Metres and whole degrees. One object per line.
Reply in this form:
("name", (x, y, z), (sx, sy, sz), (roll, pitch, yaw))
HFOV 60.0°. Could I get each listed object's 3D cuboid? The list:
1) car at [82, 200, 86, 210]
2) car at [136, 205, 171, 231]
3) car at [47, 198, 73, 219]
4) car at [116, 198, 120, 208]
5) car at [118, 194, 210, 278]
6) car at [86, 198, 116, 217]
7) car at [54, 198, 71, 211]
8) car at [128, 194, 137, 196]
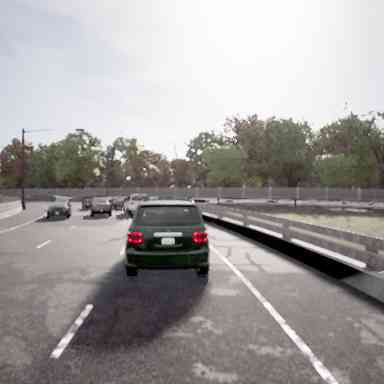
("car", (-13.436, 1.610, 43.994), (1.895, 1.301, 4.718), (0, 0, -24))
("car", (-2.618, 1.602, 21.879), (1.895, 1.301, 4.718), (0, 0, -11))
("car", (-11.584, 1.534, 29.249), (1.812, 1.442, 4.674), (0, 0, -16))
("car", (-9.744, 1.497, 44.275), (2.128, 1.511, 4.902), (0, 0, -24))
("car", (-0.782, 1.223, 10.386), (2.150, 2.045, 5.566), (0, 0, -5))
("car", (-8.775, 1.495, 31.947), (2.128, 1.511, 4.902), (0, 0, -17))
("car", (-16.848, 1.516, 43.043), (1.837, 1.490, 4.892), (0, 0, -24))
("car", (-5.478, 1.226, 33.110), (2.150, 2.045, 5.566), (0, 0, -17))
